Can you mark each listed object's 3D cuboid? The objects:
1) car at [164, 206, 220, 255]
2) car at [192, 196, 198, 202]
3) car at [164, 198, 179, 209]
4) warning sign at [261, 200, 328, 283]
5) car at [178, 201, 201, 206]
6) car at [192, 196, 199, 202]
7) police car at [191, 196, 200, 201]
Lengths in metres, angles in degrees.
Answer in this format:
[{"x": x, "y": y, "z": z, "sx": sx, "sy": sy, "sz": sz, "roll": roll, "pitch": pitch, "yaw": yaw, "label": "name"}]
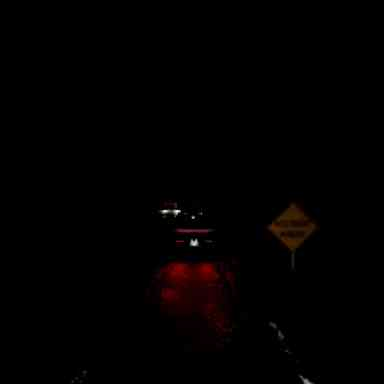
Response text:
[{"x": 0.083, "y": 1.523, "z": 13.473, "sx": 2.128, "sy": 1.511, "sz": 4.902, "roll": 0, "pitch": -1, "yaw": 0, "label": "car"}, {"x": 0.846, "y": 1.893, "z": 94.131, "sx": 1.837, "sy": 1.490, "sz": 4.892, "roll": 0, "pitch": 0, "yaw": 0, "label": "car"}, {"x": -2.826, "y": 1.626, "z": 45.945, "sx": 1.882, "sy": 1.535, "sz": 5.008, "roll": 0, "pitch": 0, "yaw": 0, "label": "car"}, {"x": 2.455, "y": 1.135, "z": 8.126, "sx": 1.300, "sy": 1.860, "sz": 1.060, "roll": 0, "pitch": 0, "yaw": 0, "label": "warning sign"}, {"x": 0.088, "y": 1.685, "z": 28.612, "sx": 1.895, "sy": 1.301, "sz": 4.718, "roll": 0, "pitch": 0, "yaw": 0, "label": "car"}, {"x": 0.845, "y": 1.880, "z": 88.131, "sx": 1.812, "sy": 1.442, "sz": 4.674, "roll": 0, "pitch": 0, "yaw": 0, "label": "car"}, {"x": 0.842, "y": 1.725, "z": 78.241, "sx": 1.930, "sy": 1.638, "sz": 5.238, "roll": 0, "pitch": 0, "yaw": 0, "label": "police car"}]
